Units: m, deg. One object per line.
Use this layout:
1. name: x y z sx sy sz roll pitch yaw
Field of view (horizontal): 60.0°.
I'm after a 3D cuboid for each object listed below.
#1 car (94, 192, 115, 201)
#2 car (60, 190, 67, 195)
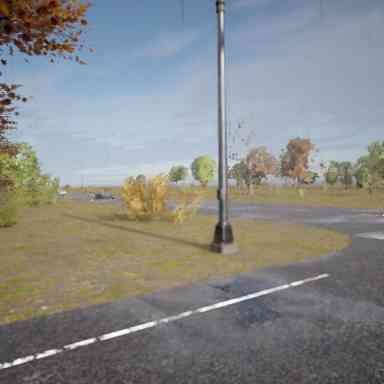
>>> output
1. car: -14.590 0.629 55.049 2.033 1.411 5.357 -2 2 -35
2. car: -33.348 0.111 85.638 1.812 1.442 4.674 -2 2 -28
